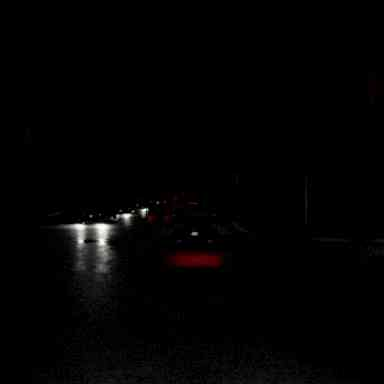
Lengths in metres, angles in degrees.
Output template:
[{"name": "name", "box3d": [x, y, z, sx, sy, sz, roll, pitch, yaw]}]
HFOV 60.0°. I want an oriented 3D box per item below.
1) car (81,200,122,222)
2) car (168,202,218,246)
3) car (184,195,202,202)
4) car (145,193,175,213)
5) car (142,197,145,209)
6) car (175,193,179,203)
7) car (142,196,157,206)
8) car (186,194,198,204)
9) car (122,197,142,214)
[{"name": "car", "box3d": [-7.085, 1.462, 25.770, 1.837, 1.490, 4.892, 0, 0, 0]}, {"name": "car", "box3d": [0.100, 1.452, 15.238, 1.882, 1.535, 5.008, 0, 0, 0]}, {"name": "car", "box3d": [0.100, 1.428, 37.664, 2.128, 1.511, 4.902, 0, 0, 0]}, {"name": "car", "box3d": [-3.401, 1.161, 35.922, 2.150, 2.045, 5.566, 0, 0, 0]}, {"name": "car", "box3d": [-7.000, 1.402, 45.359, 1.882, 1.535, 5.008, 0, 0, 0]}, {"name": "car", "box3d": [-3.476, 1.127, 58.278, 2.150, 2.045, 5.566, 0, 0, 0]}, {"name": "car", "box3d": [-7.000, 1.385, 55.384, 1.882, 1.535, 5.008, 0, 0, 0]}, {"name": "car", "box3d": [0.048, 1.250, 60.729, 2.097, 1.767, 4.553, 0, 0, 0]}, {"name": "car", "box3d": [-7.031, 1.488, 35.550, 2.033, 1.411, 5.357, 0, 0, 0]}]
